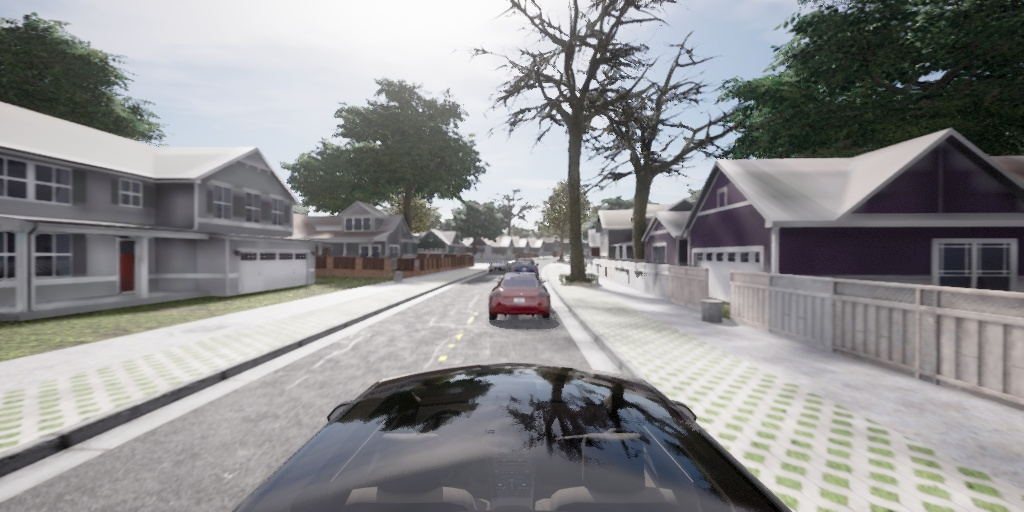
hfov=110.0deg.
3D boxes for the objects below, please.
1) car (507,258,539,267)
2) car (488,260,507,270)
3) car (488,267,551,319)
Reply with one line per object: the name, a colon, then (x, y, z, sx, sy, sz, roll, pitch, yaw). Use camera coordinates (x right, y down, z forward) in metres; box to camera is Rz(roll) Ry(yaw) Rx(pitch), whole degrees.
car: (1.039, 0.930, 28.140, 2.097, 1.767, 4.553, 0, 1, 4)
car: (-1.212, 1.063, 36.905, 1.994, 1.385, 4.181, 0, 0, 5)
car: (0.287, 1.255, 12.536, 1.994, 1.385, 4.181, 0, 0, 2)
